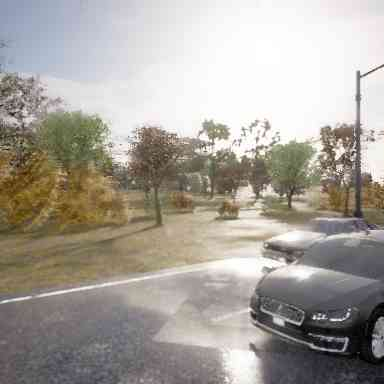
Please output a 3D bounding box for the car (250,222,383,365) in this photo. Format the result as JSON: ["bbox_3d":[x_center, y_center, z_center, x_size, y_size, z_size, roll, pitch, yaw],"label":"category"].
[{"bbox_3d":[3.162,1.499,5.947,4.892,1.490,1.837,0,0,-35],"label":"car"}]

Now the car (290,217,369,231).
[{"bbox_3d":[4.738,1.552,11.053,5.357,1.411,2.033,0,0,-35],"label":"car"}]
